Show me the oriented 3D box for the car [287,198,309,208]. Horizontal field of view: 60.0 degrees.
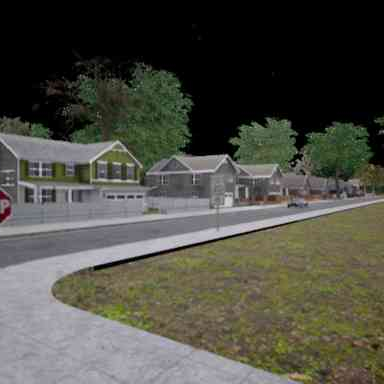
[{"bbox_3d":[14.798,1.513,46.269,1.994,1.385,4.181,0,0,35],"label":"car"}]
